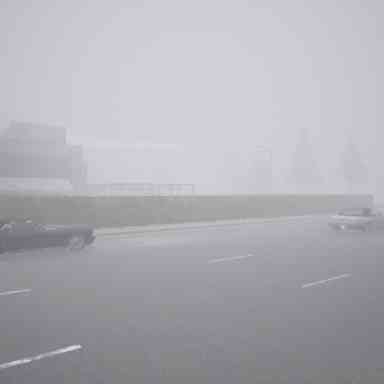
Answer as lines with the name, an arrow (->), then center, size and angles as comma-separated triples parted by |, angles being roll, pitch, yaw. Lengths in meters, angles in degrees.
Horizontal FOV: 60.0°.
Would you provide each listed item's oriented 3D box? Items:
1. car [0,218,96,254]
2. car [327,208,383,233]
car -> -6.078, 1.601, 12.307 | 4.718, 1.301, 1.895 | 0, 0, -35
car -> 10.063, 1.601, 19.509 | 4.718, 1.301, 1.895 | 0, 0, -35
